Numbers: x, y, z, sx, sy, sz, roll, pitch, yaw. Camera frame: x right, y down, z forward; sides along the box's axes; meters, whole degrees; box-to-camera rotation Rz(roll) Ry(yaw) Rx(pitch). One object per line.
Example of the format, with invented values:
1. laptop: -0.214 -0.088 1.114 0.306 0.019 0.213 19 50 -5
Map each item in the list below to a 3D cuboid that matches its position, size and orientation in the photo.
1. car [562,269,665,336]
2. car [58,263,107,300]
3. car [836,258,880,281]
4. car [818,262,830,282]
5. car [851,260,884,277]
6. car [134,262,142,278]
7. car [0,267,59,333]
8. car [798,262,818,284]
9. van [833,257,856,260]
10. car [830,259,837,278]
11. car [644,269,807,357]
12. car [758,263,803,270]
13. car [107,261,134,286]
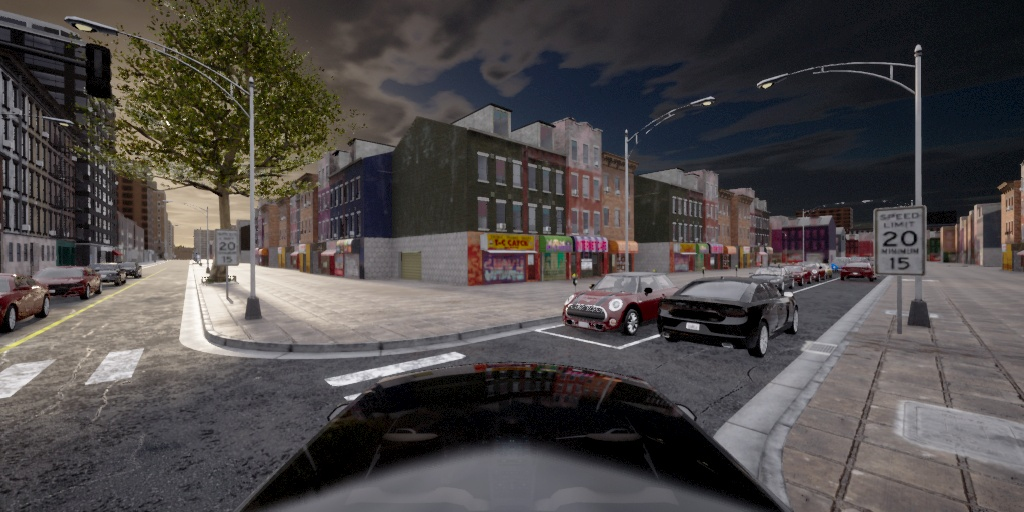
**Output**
1. car: 3.277 1.194 10.344 4.097 1.591 1.967 0 0 -42
2. car: -21.258 1.226 17.079 1.882 1.535 5.008 0 0 -42
3. car: 28.474 1.208 29.420 5.008 1.535 1.882 0 0 -41
4. car: 23.464 1.176 28.527 4.097 1.591 1.967 0 0 -42
5. car: 35.987 1.219 36.251 4.902 1.511 2.128 0 0 -42
6. car: -34.864 1.243 32.340 1.837 1.490 4.892 0 0 -41
7. car: -14.921 1.234 10.016 1.882 1.535 5.008 0 0 -42
8. car: 19.426 1.284 24.890 4.507 1.381 1.888 0 0 -42
9. van: 39.614 1.072 43.074 3.998 1.789 1.690 0 0 -42
10. car: 27.375 1.259 32.051 4.829 1.417 1.751 0 0 -42
11. car: 5.390 1.228 8.698 5.008 1.535 1.882 0 0 -42
12. car: 15.389 1.293 21.254 4.403 1.370 2.007 0 0 -42
13. car: -27.948 1.234 24.557 2.128 1.511 4.902 0 0 -42
